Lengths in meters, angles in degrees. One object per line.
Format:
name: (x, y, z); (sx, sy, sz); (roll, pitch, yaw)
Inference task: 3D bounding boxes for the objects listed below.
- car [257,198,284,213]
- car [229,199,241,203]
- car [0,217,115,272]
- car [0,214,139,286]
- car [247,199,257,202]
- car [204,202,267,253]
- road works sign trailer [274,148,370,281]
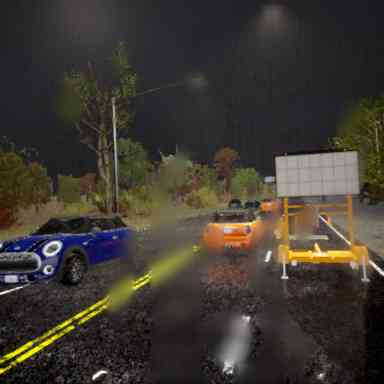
car: (9.331, 1.492, 39.241); (2.097, 1.767, 4.553); (-3, -1, 17)
car: (7.174, 1.912, 54.964); (1.812, 1.442, 4.674); (-3, -1, 17)
car: (-5.324, 2.010, 13.860); (1.837, 1.490, 4.892); (-3, -1, 17)
car: (-3.322, 1.423, 9.406); (2.097, 1.767, 4.553); (-5, -5, 16)
car: (8.981, 1.823, 49.825); (1.994, 1.385, 4.181); (-3, -1, 17)
car: (2.009, 1.557, 15.032); (2.097, 1.767, 4.553); (-3, -1, 16)
road works sign trailer: (3.823, 0.537, 10.164); (2.380, 3.560, 2.880); (-3, -1, 17)
